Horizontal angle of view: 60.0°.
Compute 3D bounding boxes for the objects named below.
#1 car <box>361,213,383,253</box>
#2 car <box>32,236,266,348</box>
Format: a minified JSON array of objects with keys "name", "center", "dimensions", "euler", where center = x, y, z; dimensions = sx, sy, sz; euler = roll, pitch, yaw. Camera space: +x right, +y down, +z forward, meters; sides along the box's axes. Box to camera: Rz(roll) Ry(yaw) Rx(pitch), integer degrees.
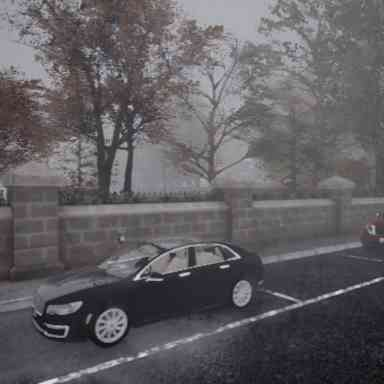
[{"name":"car","center":[8.477,1.307,12.613],"dimensions":[5.009,1.841,2.192],"euler":[0,0,-36]},{"name":"car","center":[-0.534,1.549,6.182],"dimensions":[4.403,1.369,2.008],"euler":[0,0,-36]}]
